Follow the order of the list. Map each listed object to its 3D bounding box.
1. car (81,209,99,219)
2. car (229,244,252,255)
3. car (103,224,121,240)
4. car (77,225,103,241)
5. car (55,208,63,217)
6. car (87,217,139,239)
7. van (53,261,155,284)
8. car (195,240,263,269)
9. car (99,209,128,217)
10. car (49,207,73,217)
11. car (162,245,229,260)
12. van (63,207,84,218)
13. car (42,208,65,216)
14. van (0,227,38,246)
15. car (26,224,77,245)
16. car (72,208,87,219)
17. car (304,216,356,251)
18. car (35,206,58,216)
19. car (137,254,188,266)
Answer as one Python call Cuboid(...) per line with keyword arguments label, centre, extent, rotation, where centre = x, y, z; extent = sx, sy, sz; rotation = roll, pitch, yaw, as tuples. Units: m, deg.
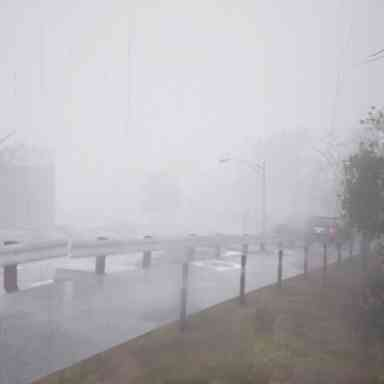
Cuboid(label="car", centre=(-17.883, 4.386, 62.283), extent=(1.946, 1.575, 5.366), rotation=(0, 1, 19))
Cuboid(label="car", centre=(1.053, 4.460, 23.132), extent=(5.566, 2.045, 2.435), rotation=(1, 1, 17))
Cuboid(label="car", centre=(-10.565, 4.600, 35.873), extent=(4.792, 1.488, 2.163), rotation=(0, 0, 17))
Cuboid(label="car", centre=(-12.351, 4.319, 33.504), extent=(5.566, 2.045, 2.435), rotation=(0, 0, 17))
Cuboid(label="car", centre=(-24.977, 4.319, 67.734), extent=(2.097, 1.535, 5.008), rotation=(0, 1, 19))
Cuboid(label="car", centre=(-8.834, 4.319, 38.221), extent=(5.566, 2.045, 2.435), rotation=(0, 0, 17))
Cuboid(label="van", centre=(-4.338, 4.488, 15.873), extent=(4.442, 1.987, 1.878), rotation=(1, 1, 17))
Cuboid(label="car", centre=(2.873, 4.740, 25.546), extent=(4.792, 1.488, 2.163), rotation=(1, 1, 17))
Cuboid(label="car", centre=(-13.239, 4.189, 58.332), extent=(2.435, 2.045, 5.566), rotation=(0, 1, 18))
Cuboid(label="car", centre=(-27.346, 4.171, 69.577), extent=(2.185, 1.767, 4.553), rotation=(0, 1, 19))
Cuboid(label="car", centre=(-0.828, 4.459, 20.717), extent=(5.566, 2.045, 2.435), rotation=(1, 1, 17))
Cuboid(label="van", centre=(-22.671, 4.120, 65.738), extent=(1.878, 1.987, 4.442), rotation=(0, 1, 19))
Cuboid(label="car", centre=(-29.674, 4.312, 71.485), extent=(2.002, 1.452, 4.674), rotation=(0, 1, 19))
Cuboid(label="van", centre=(-16.067, 4.346, 28.821), extent=(4.442, 1.987, 1.878), rotation=(0, 0, 17))
Cuboid(label="car", centre=(-14.140, 4.320, 31.147), extent=(5.566, 2.045, 2.435), rotation=(0, 0, 17))
Cuboid(label="car", centre=(-20.296, 4.408, 63.977), extent=(2.002, 1.452, 4.674), rotation=(0, 1, 19))
Cuboid(label="car", centre=(9.308, 2.699, 22.276), extent=(2.150, 2.045, 5.566), rotation=(1, -5, 37))
Cuboid(label="car", centre=(-31.999, 4.123, 73.392), extent=(2.185, 1.767, 4.553), rotation=(0, 1, 19))
Cuboid(label="car", centre=(-2.598, 4.587, 18.297), extent=(4.553, 1.767, 2.185), rotation=(1, 1, 17))
